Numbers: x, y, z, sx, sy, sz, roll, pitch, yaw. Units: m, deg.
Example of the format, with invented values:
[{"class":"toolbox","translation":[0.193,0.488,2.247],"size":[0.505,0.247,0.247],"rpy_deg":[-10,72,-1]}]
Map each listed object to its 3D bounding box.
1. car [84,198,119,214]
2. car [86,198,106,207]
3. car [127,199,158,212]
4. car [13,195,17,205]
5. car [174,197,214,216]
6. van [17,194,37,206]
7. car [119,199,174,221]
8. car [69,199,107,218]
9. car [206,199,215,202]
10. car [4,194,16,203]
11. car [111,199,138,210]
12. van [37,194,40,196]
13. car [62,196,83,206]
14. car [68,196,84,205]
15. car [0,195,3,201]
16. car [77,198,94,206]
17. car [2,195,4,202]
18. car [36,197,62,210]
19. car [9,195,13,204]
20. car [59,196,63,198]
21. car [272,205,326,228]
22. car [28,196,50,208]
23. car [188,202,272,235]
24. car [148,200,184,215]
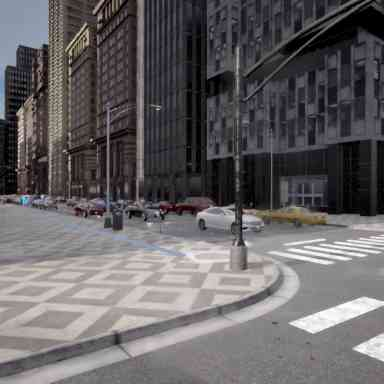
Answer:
[{"class":"car","translation":[-9.834,1.565,36.139],"size":[1.882,1.535,5.008],"rpy_deg":[0,0,-35]},{"class":"car","translation":[-15.825,1.727,54.733],"size":[1.947,1.339,4.313],"rpy_deg":[0,0,-35]},{"class":"car","translation":[-6.218,1.639,41.152],"size":[1.752,1.417,4.829],"rpy_deg":[0,0,-35]},{"class":"car","translation":[-32.382,1.705,63.378],"size":[1.752,1.417,4.829],"rpy_deg":[0,0,-35]},{"class":"car","translation":[0.350,1.398,31.867],"size":[2.192,1.841,5.009],"rpy_deg":[0,0,-35]},{"class":"van","translation":[-29.246,1.505,58.944],"size":[1.690,1.788,3.998],"rpy_deg":[0,0,-35]},{"class":"car","translation":[-3.944,1.551,27.795],"size":[2.128,1.511,4.902],"rpy_deg":[0,0,-35]},{"class":"car","translation":[-9.835,1.612,31.502],"size":[1.887,1.381,4.507],"rpy_deg":[0,0,-35]},{"class":"car","translation":[3.487,1.593,27.432],"size":[1.752,1.417,4.829],"rpy_deg":[0,0,-35]},{"class":"car","translation":[-38.951,1.529,72.665],"size":[2.192,1.841,5.009],"rpy_deg":[0,0,-35]},{"class":"car","translation":[-9.355,1.680,45.586],"size":[2.008,1.369,4.403],"rpy_deg":[0,0,-35]},{"class":"van","translation":[-38.470,1.622,86.746],"size":[1.690,1.788,3.998],"rpy_deg":[0,0,-35]},{"class":"car","translation":[-19.193,1.704,54.714],"size":[2.033,1.411,5.357],"rpy_deg":[0,0,-35]},{"class":"car","translation":[-22.294,1.634,63.879],"size":[1.967,1.590,4.097],"rpy_deg":[0,0,-35]},{"class":"car","translation":[-45.421,1.690,81.811],"size":[1.967,1.590,4.097],"rpy_deg":[0,0,-35]},{"class":"car","translation":[-19.060,1.759,59.306],"size":[1.802,1.307,4.206],"rpy_deg":[0,0,-35]},{"class":"car","translation":[-42.186,1.814,77.237],"size":[1.802,1.307,4.206],"rpy_deg":[0,0,-35]},{"class":"car","translation":[-19.540,1.696,45.223],"size":[1.802,1.307,4.206],"rpy_deg":[0,0,-35]},{"class":"car","translation":[-35.715,1.779,68.090],"size":[1.802,1.307,4.206],"rpy_deg":[0,0,-35]},{"class":"car","translation":[-28.764,1.668,73.025],"size":[1.967,1.590,4.097],"rpy_deg":[0,0,-35]},{"class":"car","translation":[6.722,1.578,22.859],"size":[1.752,1.417,4.829],"rpy_deg":[0,0,-35]},{"class":"car","translation":[-22.775,1.712,49.796],"size":[1.802,1.307,4.206],"rpy_deg":[0,0,-35]},{"class":"car","translation":[2.054,1.557,19.273],"size":[1.812,1.442,4.674],"rpy_deg":[0,0,-37]},{"class":"car","translation":[-2.885,1.643,36.440],"size":[1.887,1.381,4.507],"rpy_deg":[0,0,-35]}]
